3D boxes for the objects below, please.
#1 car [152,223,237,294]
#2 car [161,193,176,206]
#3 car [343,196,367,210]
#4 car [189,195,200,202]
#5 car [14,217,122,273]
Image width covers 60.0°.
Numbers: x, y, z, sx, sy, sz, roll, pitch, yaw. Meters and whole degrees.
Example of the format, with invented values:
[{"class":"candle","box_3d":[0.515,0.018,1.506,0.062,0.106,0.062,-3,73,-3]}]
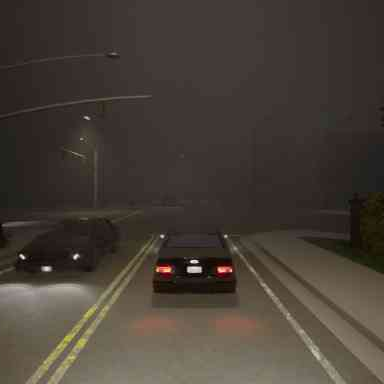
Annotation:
[{"class":"car","box_3d":[0.053,1.547,8.934,2.033,1.411,5.357,0,0,0]},{"class":"car","box_3d":[-3.719,1.221,53.968,2.150,2.045,5.566,0,0,0]},{"class":"car","box_3d":[20.129,1.306,38.857,4.553,1.767,2.097,0,0,-1]},{"class":"car","box_3d":[0.556,1.524,78.948,1.812,1.442,4.674,0,0,12]},{"class":"car","box_3d":[-3.658,1.547,11.007,2.033,1.411,5.357,0,0,0]}]
